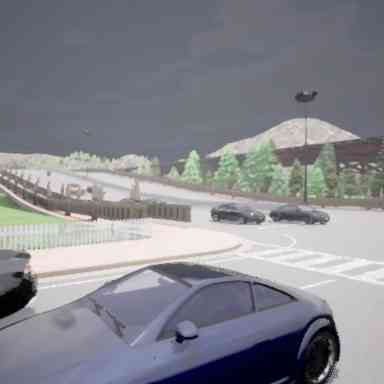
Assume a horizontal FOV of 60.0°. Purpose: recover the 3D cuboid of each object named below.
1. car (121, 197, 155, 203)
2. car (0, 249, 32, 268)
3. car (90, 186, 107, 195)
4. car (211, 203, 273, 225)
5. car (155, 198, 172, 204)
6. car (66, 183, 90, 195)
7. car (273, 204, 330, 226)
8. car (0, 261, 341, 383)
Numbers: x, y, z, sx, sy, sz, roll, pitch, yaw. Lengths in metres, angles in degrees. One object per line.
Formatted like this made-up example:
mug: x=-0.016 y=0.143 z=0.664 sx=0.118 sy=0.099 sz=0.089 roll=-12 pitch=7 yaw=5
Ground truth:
car: x=-6.612 y=1.387 z=38.210 sx=1.837 sy=1.490 sz=4.892 roll=0 pitch=2 yaw=-37
car: x=-4.888 y=1.485 z=4.765 sx=4.902 sy=1.511 sz=2.128 roll=0 pitch=0 yaw=-35
car: x=-16.434 y=-0.349 z=57.232 sx=2.033 sy=1.411 sz=5.357 roll=0 pitch=7 yaw=-37
car: x=3.360 y=1.591 z=24.863 sx=1.837 sy=1.490 sz=4.892 roll=0 pitch=0 yaw=-35
car: x=-4.247 y=1.419 z=40.878 sx=2.033 sy=1.411 sz=5.357 roll=0 pitch=2 yaw=-37
car: x=-19.145 y=-0.550 z=55.012 sx=2.097 sy=1.767 sz=4.553 roll=0 pitch=7 yaw=-37
car: x=7.925 y=1.631 z=24.863 sx=1.812 sy=1.442 sz=4.674 roll=0 pitch=0 yaw=-37
car: x=-0.208 y=1.574 z=3.781 sx=4.181 sy=1.385 sz=1.994 roll=1 pitch=0 yaw=-35
